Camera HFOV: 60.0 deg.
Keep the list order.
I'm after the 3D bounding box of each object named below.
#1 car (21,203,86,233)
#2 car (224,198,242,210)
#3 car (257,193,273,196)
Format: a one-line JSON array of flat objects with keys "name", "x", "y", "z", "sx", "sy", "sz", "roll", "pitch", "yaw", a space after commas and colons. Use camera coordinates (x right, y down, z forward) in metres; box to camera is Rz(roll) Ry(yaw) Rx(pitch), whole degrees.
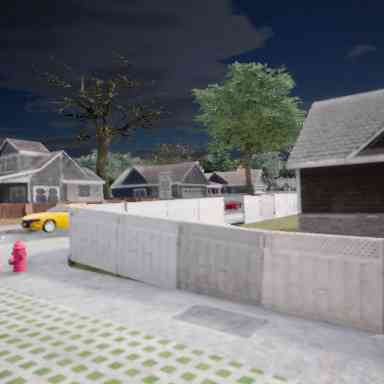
[{"name": "car", "x": -7.416, "y": 1.436, "z": 19.671, "sx": 1.882, "sy": 1.535, "sz": 5.008, "roll": -3, "pitch": -1, "yaw": 36}, {"name": "car", "x": 3.213, "y": 1.338, "z": 34.160, "sx": 1.895, "sy": 1.301, "sz": 4.718, "roll": -3, "pitch": -1, "yaw": 36}, {"name": "car", "x": 9.040, "y": 0.975, "z": 42.076, "sx": 2.097, "sy": 1.767, "sz": 4.553, "roll": -3, "pitch": -1, "yaw": 37}]
